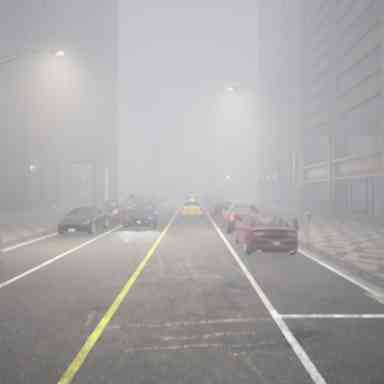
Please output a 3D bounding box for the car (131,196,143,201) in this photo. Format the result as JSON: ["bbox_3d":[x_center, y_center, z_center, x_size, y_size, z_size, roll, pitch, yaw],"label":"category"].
[{"bbox_3d":[-5.851,1.389,29.459,1.752,1.417,4.829,1,0,0],"label":"car"}]

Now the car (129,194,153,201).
[{"bbox_3d":[-5.849,1.151,35.252,2.192,1.841,5.009,1,0,0],"label":"car"}]

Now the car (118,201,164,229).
[{"bbox_3d":[-3.001,1.506,20.767,1.994,1.385,4.181,0,0,0],"label":"car"}]

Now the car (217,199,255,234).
[{"bbox_3d":[2.676,1.356,18.388,1.967,1.590,4.097,1,0,0],"label":"car"}]

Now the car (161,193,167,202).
[{"bbox_3d":[-5.853,1.310,57.750,1.802,1.307,4.206,1,0,0],"label":"car"}]

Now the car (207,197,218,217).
[{"bbox_3d":[2.674,1.408,29.637,1.887,1.381,4.507,1,0,0],"label":"car"}]

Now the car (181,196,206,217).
[{"bbox_3d":[0.013,1.372,28.800,1.801,1.575,5.366,0,0,0],"label":"car"}]

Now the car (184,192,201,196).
[{"bbox_3d":[-0.001,1.269,56.878,2.163,1.488,4.792,0,0,0],"label":"car"}]

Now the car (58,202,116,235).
[{"bbox_3d":[-5.850,1.482,18.380,1.947,1.339,4.313,1,0,0],"label":"car"}]

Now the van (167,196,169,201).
[{"bbox_3d":[-5.851,1.042,63.373,1.690,1.788,3.998,1,0,0],"label":"van"}]

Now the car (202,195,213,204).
[{"bbox_3d":[2.673,1.252,57.930,1.752,1.417,4.829,1,0,0],"label":"car"}]

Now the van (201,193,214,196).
[{"bbox_3d":[2.675,1.096,52.134,1.690,1.788,3.998,1,0,0],"label":"van"}]

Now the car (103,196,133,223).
[{"bbox_3d":[-5.849,1.330,24.004,1.967,1.590,4.097,1,0,0],"label":"car"}]

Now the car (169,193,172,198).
[{"bbox_3d":[-5.854,1.218,68.999,1.887,1.381,4.507,1,0,0],"label":"car"}]

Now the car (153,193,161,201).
[{"bbox_3d":[-5.851,1.222,46.501,1.967,1.590,4.097,1,0,0],"label":"car"}]

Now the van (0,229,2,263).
[{"bbox_3d":[-5.847,1.308,7.130,1.690,1.788,3.998,1,0,0],"label":"van"}]

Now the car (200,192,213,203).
[{"bbox_3d":[2.675,1.015,63.383,2.192,1.841,5.009,1,0,0],"label":"car"}]

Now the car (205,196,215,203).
[{"bbox_3d":[2.674,1.387,35.262,2.008,1.369,4.403,1,0,0],"label":"car"}]

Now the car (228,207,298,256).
[{"bbox_3d":[2.676,1.486,12.764,1.887,1.381,4.507,1,0,0],"label":"car"}]
